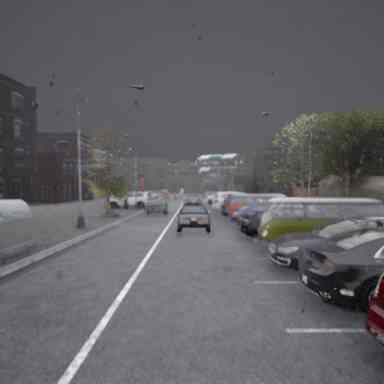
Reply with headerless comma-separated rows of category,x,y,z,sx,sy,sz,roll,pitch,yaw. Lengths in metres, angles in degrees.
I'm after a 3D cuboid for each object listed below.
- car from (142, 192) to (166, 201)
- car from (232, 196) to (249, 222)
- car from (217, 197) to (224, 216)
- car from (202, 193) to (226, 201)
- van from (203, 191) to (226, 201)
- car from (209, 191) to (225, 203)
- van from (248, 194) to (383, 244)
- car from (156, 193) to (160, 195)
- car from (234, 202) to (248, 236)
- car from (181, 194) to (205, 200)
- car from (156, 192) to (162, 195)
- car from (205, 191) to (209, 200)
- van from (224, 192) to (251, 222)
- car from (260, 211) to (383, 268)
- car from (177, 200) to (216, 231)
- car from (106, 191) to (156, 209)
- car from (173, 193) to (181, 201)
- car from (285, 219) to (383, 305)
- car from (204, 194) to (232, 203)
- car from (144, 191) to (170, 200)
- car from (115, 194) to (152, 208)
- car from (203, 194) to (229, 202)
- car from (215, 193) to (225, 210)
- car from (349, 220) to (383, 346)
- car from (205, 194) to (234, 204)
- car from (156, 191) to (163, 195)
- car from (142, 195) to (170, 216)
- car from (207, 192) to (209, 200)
car,-7.641,0.991,67.590,4.553,1.767,2.185,0,0,0
car,4.683,1.259,17.743,4.553,1.767,2.185,0,0,0
car,4.681,1.370,26.126,4.792,1.488,2.163,0,0,0
car,4.653,1.071,70.834,4.892,1.521,2.231,0,1,0
van,4.542,0.887,68.024,4.442,1.987,1.878,0,1,0
car,4.681,1.060,31.711,5.566,2.045,2.435,0,0,0
van,4.535,1.189,12.154,4.442,1.987,1.878,0,0,0
car,-7.671,1.255,49.957,4.674,1.452,2.002,0,0,0
car,4.646,1.399,15.074,5.008,1.535,2.097,0,0,0
car,0.104,1.150,38.009,2.097,1.767,4.553,0,0,0
car,-7.703,1.229,52.896,4.792,1.488,2.163,0,0,0
car,4.628,0.956,51.265,5.566,2.045,2.435,0,0,0
van,4.769,1.130,23.329,4.442,1.987,1.878,0,0,0
car,4.657,1.431,9.362,4.892,1.521,2.231,0,0,0
car,0.108,1.443,19.611,2.033,1.411,5.357,0,0,0
car,-7.703,1.010,41.142,5.566,2.045,2.435,0,0,0
car,-2.992,1.050,71.656,1.837,1.490,4.892,0,1,0
car,4.644,1.445,6.568,4.892,1.521,2.231,0,0,0
car,4.651,1.163,59.772,4.892,1.521,2.231,0,0,0
car,-7.642,0.764,73.361,5.566,2.045,2.435,0,1,0
car,-7.643,1.121,43.956,4.553,1.767,2.185,0,0,0
car,4.664,1.134,65.232,4.892,1.521,2.231,0,0,0
car,4.622,1.200,28.916,4.553,1.767,2.185,0,0,0
car,4.618,1.333,3.776,4.553,1.767,2.185,0,0,0
car,4.663,1.179,56.853,4.892,1.521,2.231,0,0,0
car,-7.704,1.058,55.834,4.553,1.767,2.185,0,0,0
car,-3.093,1.342,30.605,1.837,1.490,4.892,0,0,0
car,4.687,1.111,45.803,4.553,1.767,2.185,0,0,0
